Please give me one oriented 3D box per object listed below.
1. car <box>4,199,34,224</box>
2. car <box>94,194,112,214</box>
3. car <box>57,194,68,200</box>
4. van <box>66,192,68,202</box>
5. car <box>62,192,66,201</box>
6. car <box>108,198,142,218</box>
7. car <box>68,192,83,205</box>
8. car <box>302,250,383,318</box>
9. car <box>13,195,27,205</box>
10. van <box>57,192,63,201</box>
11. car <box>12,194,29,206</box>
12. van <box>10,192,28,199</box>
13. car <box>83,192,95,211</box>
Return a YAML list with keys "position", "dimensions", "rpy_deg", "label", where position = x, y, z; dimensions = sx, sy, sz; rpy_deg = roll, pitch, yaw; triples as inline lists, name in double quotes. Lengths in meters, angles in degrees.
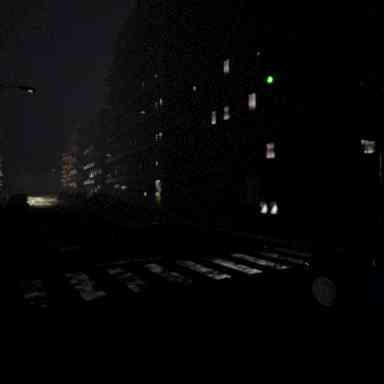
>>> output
- position: [-12.153, 1.401, 23.378]
  dimensions: [1.887, 1.381, 4.507]
  rpy_deg: [1, 0, -29]
  label: "car"
- position: [-7.894, 1.241, 32.497]
  dimensions: [1.967, 1.590, 4.097]
  rpy_deg: [0, 0, -27]
  label: "car"
- position: [-29.284, 1.060, 75.009]
  dimensions: [1.947, 1.339, 4.313]
  rpy_deg: [0, 0, -26]
  label: "car"
- position: [-19.746, 0.969, 56.146]
  dimensions: [1.690, 1.788, 3.998]
  rpy_deg: [0, 0, -26]
  label: "van"
- position: [-22.099, 1.139, 60.879]
  dimensions: [1.887, 1.381, 4.507]
  rpy_deg: [0, 0, -26]
  label: "car"
- position: [-5.423, 1.420, 27.811]
  dimensions: [1.802, 1.307, 4.206]
  rpy_deg: [1, 0, -28]
  label: "car"
- position: [-17.394, 0.977, 51.415]
  dimensions: [2.192, 1.841, 5.009]
  rpy_deg: [0, 0, -26]
  label: "car"
- position: [4.150, 1.504, 5.454]
  dimensions: [1.882, 1.535, 5.008]
  rpy_deg: [1, 0, -31]
  label: "car"
- position: [-26.602, 1.194, 51.582]
  dimensions: [1.887, 1.381, 4.507]
  rpy_deg: [0, 0, -26]
  label: "car"
- position: [-26.930, 0.869, 70.277]
  dimensions: [1.690, 1.788, 3.998]
  rpy_deg: [0, 0, -26]
  label: "van"
- position: [-24.154, 1.123, 46.887]
  dimensions: [1.967, 1.590, 4.097]
  rpy_deg: [0, 0, -26]
  label: "car"
- position: [-17.037, 1.126, 32.726]
  dimensions: [1.690, 1.788, 3.998]
  rpy_deg: [1, 0, -27]
  label: "van"
- position: [-10.320, 1.080, 37.220]
  dimensions: [2.192, 1.841, 5.009]
  rpy_deg: [0, 0, -27]
  label: "car"
